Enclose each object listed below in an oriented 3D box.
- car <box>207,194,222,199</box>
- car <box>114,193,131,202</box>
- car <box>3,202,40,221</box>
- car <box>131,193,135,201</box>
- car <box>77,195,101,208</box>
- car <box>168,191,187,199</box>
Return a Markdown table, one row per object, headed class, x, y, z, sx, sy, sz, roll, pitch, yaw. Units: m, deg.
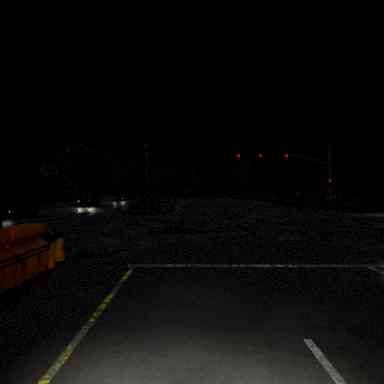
| class | x | y | z | sx | sy | sz | roll | pitch | yaw |
| --- | --- | --- | --- | --- | --- | --- | --- | --- | --- |
| car | 6.915 | 1.146 | 94.695 | 2.033 | 1.411 | 5.357 | 0 | 0 | -18 |
| car | -14.004 | 1.241 | 65.578 | 1.837 | 1.490 | 4.892 | 0 | 0 | 0 |
| car | -14.092 | 1.509 | 26.474 | 1.895 | 1.301 | 4.718 | 0 | 0 | 0 |
| car | -14.318 | 1.044 | 75.885 | 2.097 | 1.767 | 4.553 | 0 | 0 | -3 |
| car | -14.085 | 1.175 | 45.516 | 2.097 | 1.767 | 4.553 | 0 | 0 | 0 |
| car | -4.254 | 0.822 | 95.251 | 2.150 | 2.045 | 5.566 | 0 | 0 | -22 |
